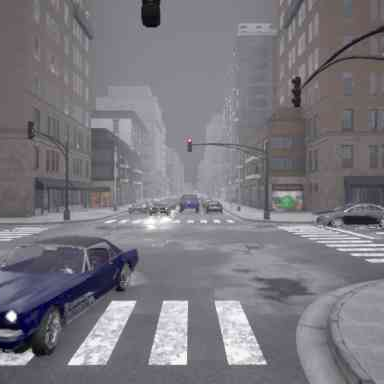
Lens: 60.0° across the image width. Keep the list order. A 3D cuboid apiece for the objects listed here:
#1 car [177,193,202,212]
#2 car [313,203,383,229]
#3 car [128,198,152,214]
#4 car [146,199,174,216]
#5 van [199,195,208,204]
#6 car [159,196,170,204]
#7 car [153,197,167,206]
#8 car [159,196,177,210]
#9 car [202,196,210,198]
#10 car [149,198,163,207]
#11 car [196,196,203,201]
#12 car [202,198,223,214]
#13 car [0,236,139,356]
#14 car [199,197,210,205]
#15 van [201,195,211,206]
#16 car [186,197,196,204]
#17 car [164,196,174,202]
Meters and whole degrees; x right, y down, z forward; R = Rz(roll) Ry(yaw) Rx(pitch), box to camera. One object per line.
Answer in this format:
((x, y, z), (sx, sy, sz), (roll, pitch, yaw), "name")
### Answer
((-0.267, 1.266, 39.191), (2.150, 2.045, 5.566), (0, 0, 2), "car")
((10.100, 1.456, 20.636), (4.902, 1.511, 2.128), (0, 0, 0), "car")
((-5.665, 1.480, 36.152), (1.967, 1.590, 4.097), (0, 0, 0), "car")
((-3.133, 1.637, 33.515), (1.895, 1.301, 4.718), (0, 0, 0), "car")
((2.420, 1.453, 69.202), (1.690, 1.788, 3.998), (0, 0, 0), "van")
((-5.604, 1.552, 69.216), (1.967, 1.590, 4.097), (0, 0, 0), "car")
((-5.625, 1.634, 58.195), (2.008, 1.369, 4.403), (0, 0, 0), "car")
((-3.110, 1.617, 43.493), (1.994, 1.385, 4.181), (0, 0, 1), "car")
((2.380, 1.641, 47.159), (1.802, 1.307, 4.206), (0, 0, 0), "car")
((-5.635, 1.653, 52.684), (1.802, 1.307, 4.206), (0, 0, 0), "car")
((2.050, 1.698, 90.105), (1.812, 1.442, 4.674), (0, 0, 0), "car")
((2.359, 1.606, 36.136), (1.947, 1.339, 4.313), (0, 0, 0), "car")
((-2.589, 1.595, 6.277), (1.895, 1.301, 4.718), (0, 0, 9), "car")
((2.410, 1.647, 63.691), (2.008, 1.369, 4.403), (0, 0, 0), "car")
((2.400, 1.424, 58.180), (1.690, 1.788, 3.998), (0, 0, 0), "van")
((-0.131, 1.678, 70.367), (1.994, 1.385, 4.181), (0, 0, 0), "car")
((-5.584, 1.694, 80.237), (2.008, 1.369, 4.403), (0, 0, 0), "car")
